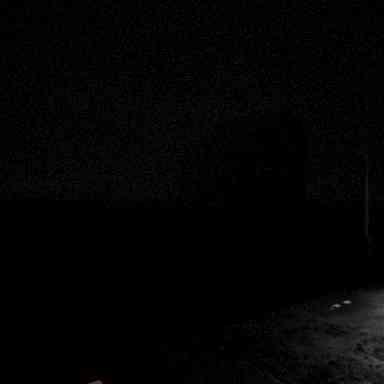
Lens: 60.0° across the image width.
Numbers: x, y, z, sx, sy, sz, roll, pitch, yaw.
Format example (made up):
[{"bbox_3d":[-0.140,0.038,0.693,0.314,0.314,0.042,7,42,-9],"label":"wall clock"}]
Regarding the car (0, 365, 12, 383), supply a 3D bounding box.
[{"bbox_3d":[-2.924,1.526,0.777,4.674,1.442,1.812,0,0,-39],"label":"car"}]
